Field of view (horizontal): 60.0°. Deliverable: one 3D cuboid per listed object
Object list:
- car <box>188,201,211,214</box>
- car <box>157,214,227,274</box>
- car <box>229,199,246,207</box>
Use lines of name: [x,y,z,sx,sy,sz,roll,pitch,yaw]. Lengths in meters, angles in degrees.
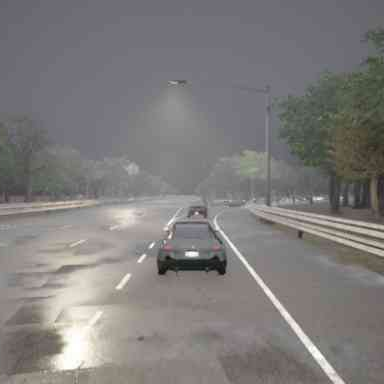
car: [0.745,1.713,33.030,1.837,1.490,4.892,-1,0,7]
car: [-0.003,1.635,10.821,1.994,1.385,4.181,0,0,0]
car: [8.042,1.928,58.464,1.994,1.385,4.181,0,0,25]
